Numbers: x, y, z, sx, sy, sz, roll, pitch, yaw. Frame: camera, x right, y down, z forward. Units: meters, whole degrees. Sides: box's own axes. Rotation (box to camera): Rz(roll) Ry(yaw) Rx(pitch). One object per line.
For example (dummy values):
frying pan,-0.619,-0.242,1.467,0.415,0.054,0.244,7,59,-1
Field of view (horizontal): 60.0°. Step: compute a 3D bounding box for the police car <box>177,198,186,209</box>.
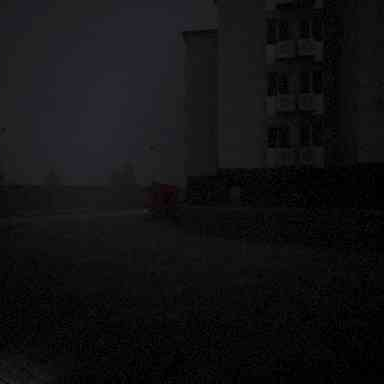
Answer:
police car,-1.964,1.651,49.099,2.038,1.542,4.974,0,0,35
